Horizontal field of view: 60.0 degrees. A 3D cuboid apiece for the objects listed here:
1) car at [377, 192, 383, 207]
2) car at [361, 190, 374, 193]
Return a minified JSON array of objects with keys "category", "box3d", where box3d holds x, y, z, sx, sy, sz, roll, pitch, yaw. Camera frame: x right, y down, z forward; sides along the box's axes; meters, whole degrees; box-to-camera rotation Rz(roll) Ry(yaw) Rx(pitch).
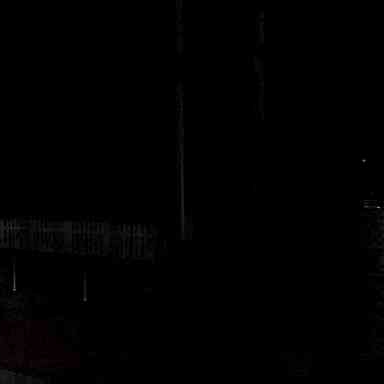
[{"category":"car","box3d":[17.112,0.733,28.258,1.895,1.301,4.718,0,2,21]},{"category":"car","box3d":[22.608,0.007,42.368,1.994,1.385,4.181,0,1,21]}]
